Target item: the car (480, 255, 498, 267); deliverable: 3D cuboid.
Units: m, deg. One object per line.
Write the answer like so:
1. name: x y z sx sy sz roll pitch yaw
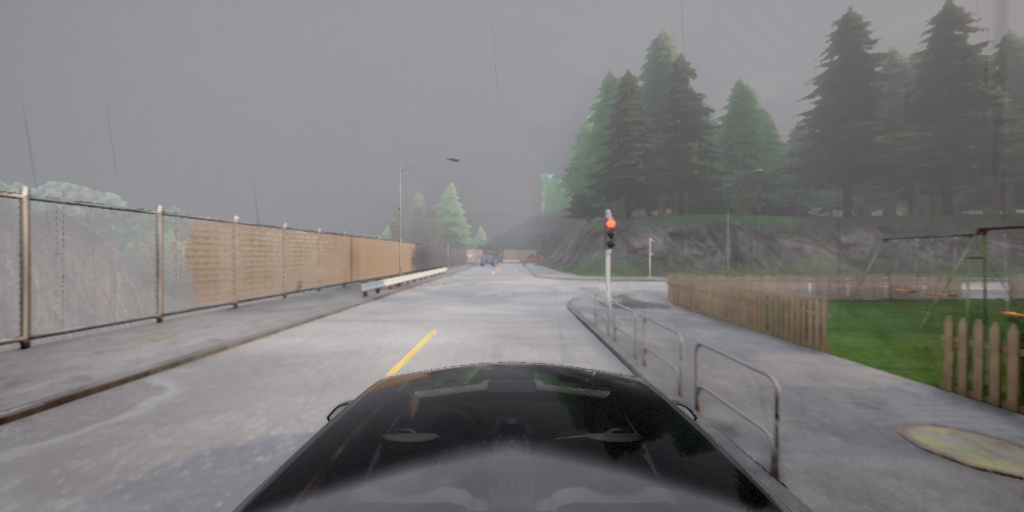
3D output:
1. car: -4.037 0.768 59.472 2.150 2.045 5.566 0 0 1
